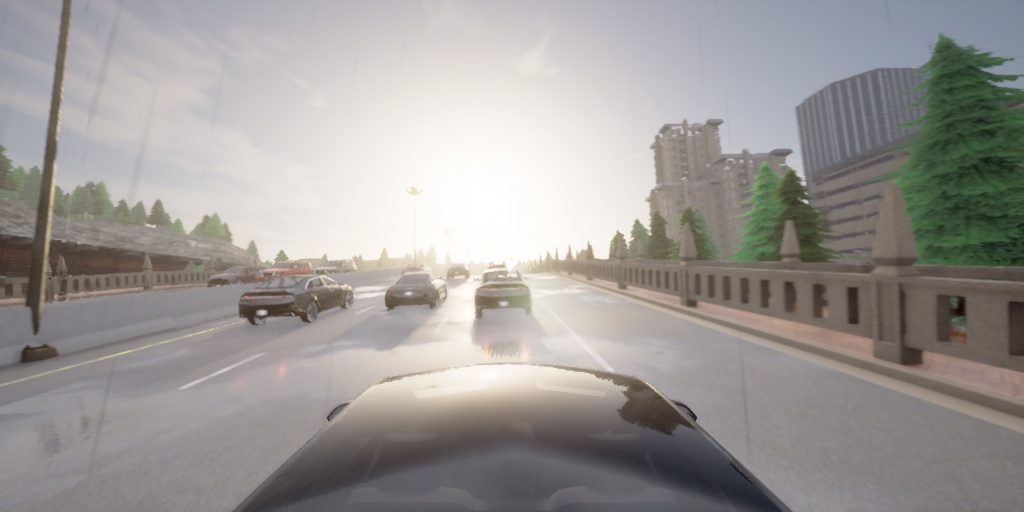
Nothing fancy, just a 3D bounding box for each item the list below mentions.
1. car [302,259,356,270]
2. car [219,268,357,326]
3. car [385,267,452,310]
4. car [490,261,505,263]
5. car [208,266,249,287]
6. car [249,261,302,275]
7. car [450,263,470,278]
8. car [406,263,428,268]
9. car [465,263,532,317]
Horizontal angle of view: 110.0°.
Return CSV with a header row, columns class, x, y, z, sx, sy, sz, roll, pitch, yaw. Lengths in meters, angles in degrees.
class,x,y,z,sx,sy,sz,roll,pitch,yaw
car,-15.446,1.338,31.280,2.150,2.045,5.566,-2,-1,-2
car,-7.356,1.417,12.784,2.128,1.511,4.902,-2,0,-3
car,-3.985,1.378,15.462,1.994,1.385,4.181,-2,0,-3
car,-1.314,1.184,32.105,2.128,1.511,4.902,-2,0,-3
car,-22.364,1.665,29.398,2.097,1.767,4.553,-2,0,-2
car,-18.903,1.435,30.228,2.150,2.045,5.566,-2,-1,-2
car,-4.861,1.336,33.028,1.812,1.442,4.674,-2,-1,-3
car,-8.301,1.394,31.741,2.128,1.511,4.902,-2,0,-3
car,-0.366,1.207,13.101,2.128,1.511,4.902,-2,0,-3
